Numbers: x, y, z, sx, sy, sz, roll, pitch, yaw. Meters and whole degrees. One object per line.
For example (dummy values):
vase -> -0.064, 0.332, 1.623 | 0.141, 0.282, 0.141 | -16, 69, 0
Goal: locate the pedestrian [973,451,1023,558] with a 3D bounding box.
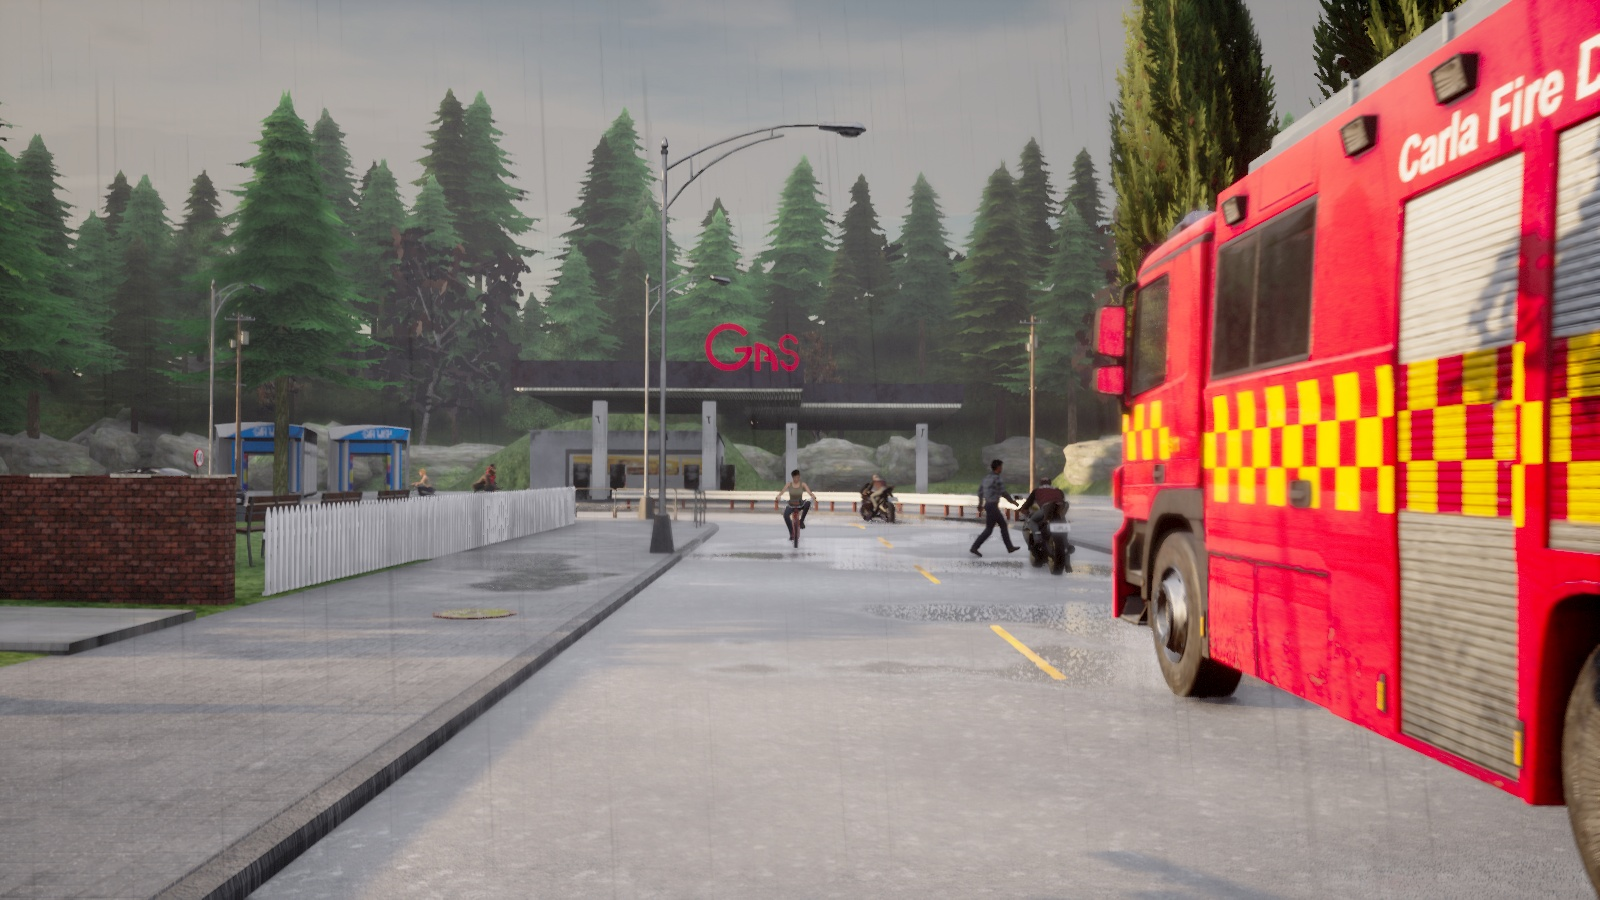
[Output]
pedestrian -> 3.634, 0.990, 23.077 | 0.788, 1.949, 0.423 | 0, -1, -14

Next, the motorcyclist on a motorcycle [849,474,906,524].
motorcyclist on a motorcycle -> 2.423, 1.524, 39.575 | 0.866, 1.530, 2.191 | -1, -1, -24

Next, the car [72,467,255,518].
car -> -21.207, 1.402, 42.028 | 5.027, 1.651, 2.152 | 0, -1, 0

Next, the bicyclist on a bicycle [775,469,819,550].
bicyclist on a bicycle -> -0.069, 1.196, 25.805 | 0.866, 1.612, 1.509 | 0, -1, 0

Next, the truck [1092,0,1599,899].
truck -> 3.980, -0.253, 6.563 | 2.891, 3.827, 8.468 | 0, -1, 0

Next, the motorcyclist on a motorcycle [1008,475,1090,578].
motorcyclist on a motorcycle -> 3.953, 1.181, 20.110 | 0.866, 1.530, 2.191 | 0, -1, 0
